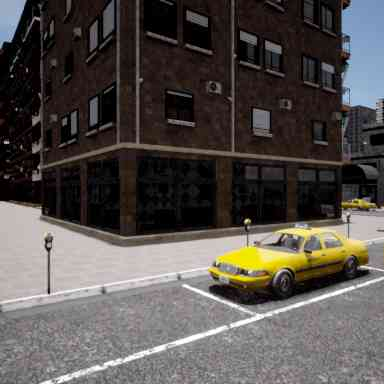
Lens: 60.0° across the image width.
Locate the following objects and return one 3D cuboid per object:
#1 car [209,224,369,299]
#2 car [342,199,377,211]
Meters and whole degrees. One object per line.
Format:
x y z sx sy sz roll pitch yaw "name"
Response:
2.638 1.525 8.454 4.829 1.417 1.752 0 0 -36 "car"
19.289 1.469 39.688 1.752 1.417 4.829 0 0 -35 "car"
